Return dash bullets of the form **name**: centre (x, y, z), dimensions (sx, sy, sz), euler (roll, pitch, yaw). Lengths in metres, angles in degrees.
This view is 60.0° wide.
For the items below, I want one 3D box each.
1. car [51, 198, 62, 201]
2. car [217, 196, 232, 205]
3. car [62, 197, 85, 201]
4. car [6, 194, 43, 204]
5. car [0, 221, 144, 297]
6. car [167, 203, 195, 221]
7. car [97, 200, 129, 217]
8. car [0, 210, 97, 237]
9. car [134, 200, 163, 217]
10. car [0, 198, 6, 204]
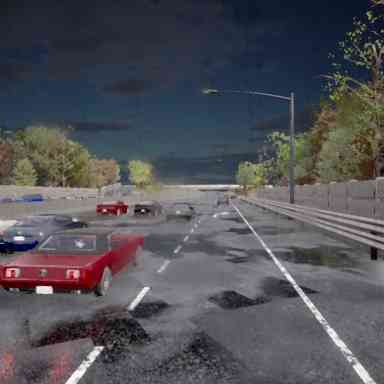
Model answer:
- **car**: centre (-19.999, 1.560, 50.089), dimensions (2.033, 1.411, 5.357), euler (0, 0, 5)
- **car**: centre (5.772, 1.525, 61.358), dimensions (2.128, 1.511, 4.902), euler (0, 0, 5)
- **car**: centre (-16.628, 1.536, 48.561), dimensions (1.812, 1.442, 4.674), euler (0, 0, 5)
- **car**: centre (-23.712, 1.234, 47.996), dimensions (2.150, 2.045, 5.566), euler (0, 0, 5)
- **car**: centre (-2.630, 1.600, 8.628), dimensions (1.895, 1.301, 4.718), euler (0, 0, 5)
- **car**: centre (-0.857, 1.564, 27.381), dimensions (1.994, 1.385, 4.181), euler (0, 0, 5)
- **car**: centre (-7.472, 1.479, 31.783), dimensions (1.882, 1.535, 5.008), euler (0, 0, 5)
- **car**: centre (-5.698, 1.563, 13.368), dimensions (1.994, 1.385, 4.181), euler (0, 0, 5)
- **car**: centre (-4.005, 1.479, 31.259), dimensions (1.882, 1.535, 5.008), euler (0, 0, 5)
- **car**: centre (-27.271, 1.557, 47.561), dimensions (2.033, 1.411, 5.357), euler (0, 0, 5)
